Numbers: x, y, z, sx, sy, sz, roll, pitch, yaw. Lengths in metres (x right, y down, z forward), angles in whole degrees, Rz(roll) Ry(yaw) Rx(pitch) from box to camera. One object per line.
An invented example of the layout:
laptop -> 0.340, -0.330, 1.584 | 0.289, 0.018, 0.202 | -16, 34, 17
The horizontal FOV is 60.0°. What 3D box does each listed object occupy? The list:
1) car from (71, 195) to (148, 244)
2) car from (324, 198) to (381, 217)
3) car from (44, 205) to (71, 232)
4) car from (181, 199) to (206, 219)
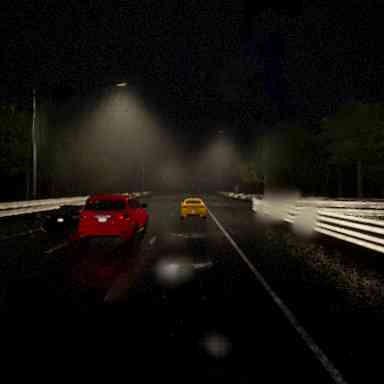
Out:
car -> -3.402, 1.134, 15.318 | 2.150, 2.045, 5.566 | 0, 0, 0
car -> 13.126, 1.263, 27.565 | 2.163, 1.488, 4.792 | 0, 0, -25
car -> -6.905, 1.447, 19.460 | 1.994, 1.385, 4.181 | 0, 0, 0
car -> 0.093, 1.288, 27.166 | 1.882, 1.535, 5.008 | 0, 1, 0
